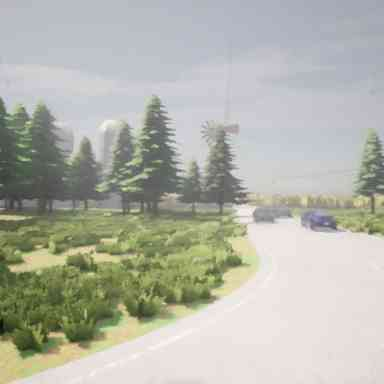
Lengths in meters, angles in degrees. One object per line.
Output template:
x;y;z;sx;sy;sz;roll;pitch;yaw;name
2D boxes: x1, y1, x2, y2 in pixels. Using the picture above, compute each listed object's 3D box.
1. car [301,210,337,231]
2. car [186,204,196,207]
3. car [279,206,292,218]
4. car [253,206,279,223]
9.515;2.072;25.141;1.812;1.442;4.674;-1;-2;7;car
-0.248;3.765;91.470;1.905;1.878;3.866;0;-2;-24;car
11.573;2.548;42.877;2.033;1.411;5.357;-1;-2;7;car
7.152;2.348;33.363;1.837;1.490;4.892;-1;-2;7;car
